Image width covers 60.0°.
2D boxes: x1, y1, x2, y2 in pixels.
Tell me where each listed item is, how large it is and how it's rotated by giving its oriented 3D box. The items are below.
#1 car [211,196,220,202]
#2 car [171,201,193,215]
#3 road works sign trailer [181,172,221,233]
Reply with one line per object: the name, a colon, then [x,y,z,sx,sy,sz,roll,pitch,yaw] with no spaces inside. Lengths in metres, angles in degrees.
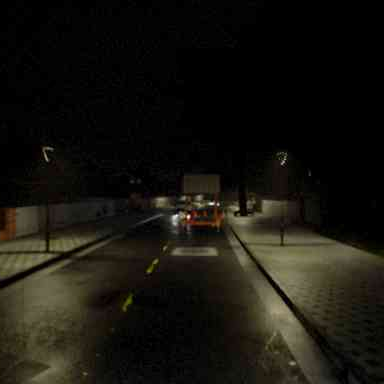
car: [5.528,1.681,78.470,1.895,1.301,4.718,0,0,11]
car: [-0.947,1.695,36.869,1.812,1.442,4.674,0,0,6]
road works sign trailer: [0.596,0.558,20.588,2.380,3.560,2.880,0,0,4]
